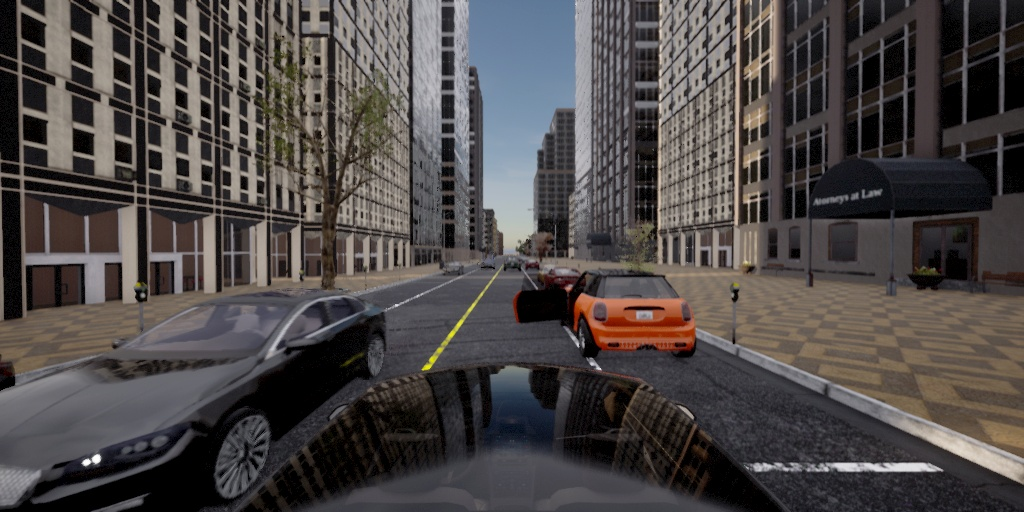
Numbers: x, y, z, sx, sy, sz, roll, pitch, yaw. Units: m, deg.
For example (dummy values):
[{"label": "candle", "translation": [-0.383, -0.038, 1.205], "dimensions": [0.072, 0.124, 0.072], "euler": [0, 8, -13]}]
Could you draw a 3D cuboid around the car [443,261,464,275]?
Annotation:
[{"label": "car", "translation": [-5.743, 1.157, 35.535], "dimensions": [2.007, 1.370, 4.403], "euler": [0, 0, 0]}]

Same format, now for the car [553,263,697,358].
[{"label": "car", "translation": [2.379, 1.074, 8.573], "dimensions": [2.097, 1.767, 4.553], "euler": [0, 0, 0]}]

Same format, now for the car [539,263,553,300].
[{"label": "car", "translation": [2.663, 1.224, 18.630], "dimensions": [1.888, 1.381, 4.507], "euler": [0, 0, 0]}]

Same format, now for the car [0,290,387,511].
[{"label": "car", "translation": [-3.104, 1.230, 4.431], "dimensions": [2.128, 1.511, 4.902], "euler": [0, 0, 0]}]

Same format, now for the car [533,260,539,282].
[{"label": "car", "translation": [2.655, 1.181, 24.443], "dimensions": [1.751, 1.417, 4.829], "euler": [0, 0, 0]}]

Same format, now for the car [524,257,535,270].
[{"label": "car", "translation": [2.620, 1.102, 46.844], "dimensions": [1.888, 1.381, 4.507], "euler": [0, 0, 0]}]

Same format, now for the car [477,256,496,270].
[{"label": "car", "translation": [-3.070, 1.111, 47.022], "dimensions": [2.033, 1.411, 5.357], "euler": [0, 0, 0]}]

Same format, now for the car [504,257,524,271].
[{"label": "car", "translation": [0.031, 0.919, 44.809], "dimensions": [2.097, 1.767, 4.553], "euler": [0, 0, -1]}]
